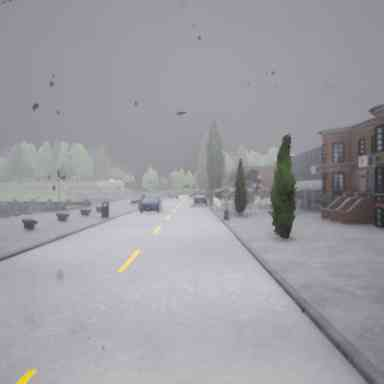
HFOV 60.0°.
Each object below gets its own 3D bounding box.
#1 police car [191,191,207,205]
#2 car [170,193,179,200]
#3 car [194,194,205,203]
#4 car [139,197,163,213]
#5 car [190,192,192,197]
[{"bbox_3d":[1.264,1.097,50.028,1.930,1.638,5.238,0,0,0],"label":"police car"},{"bbox_3d":[-3.905,0.957,74.037,1.837,1.490,4.892,0,0,0],"label":"car"},{"bbox_3d":[1.277,1.112,59.918,1.837,1.490,4.892,0,0,0],"label":"car"},{"bbox_3d":[-4.052,1.259,33.286,1.882,1.535,5.008,0,0,0],"label":"car"},{"bbox_3d":[1.224,0.741,65.946,2.150,2.045,5.566,-3,0,0],"label":"car"}]
